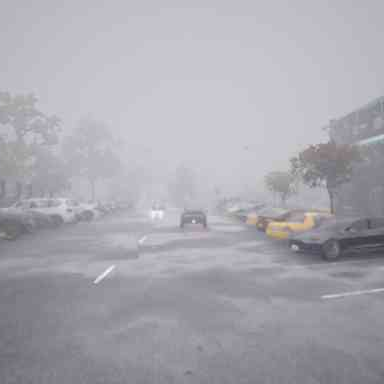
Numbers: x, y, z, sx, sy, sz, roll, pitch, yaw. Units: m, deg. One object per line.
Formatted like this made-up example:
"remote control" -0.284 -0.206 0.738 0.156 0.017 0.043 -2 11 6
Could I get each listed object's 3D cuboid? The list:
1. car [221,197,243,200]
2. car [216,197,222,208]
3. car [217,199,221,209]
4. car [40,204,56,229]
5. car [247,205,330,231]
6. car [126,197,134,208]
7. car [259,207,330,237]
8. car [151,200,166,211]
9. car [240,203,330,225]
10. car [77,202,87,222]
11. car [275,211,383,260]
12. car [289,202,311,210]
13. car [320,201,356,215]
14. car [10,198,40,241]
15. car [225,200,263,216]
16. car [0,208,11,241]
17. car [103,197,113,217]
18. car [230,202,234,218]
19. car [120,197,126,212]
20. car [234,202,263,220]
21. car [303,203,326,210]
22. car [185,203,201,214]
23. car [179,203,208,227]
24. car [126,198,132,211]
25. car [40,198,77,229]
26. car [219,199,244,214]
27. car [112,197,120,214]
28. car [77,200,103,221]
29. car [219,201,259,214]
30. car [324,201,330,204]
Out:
"car" 6.059 1.738 36.565 4.553 1.767 2.185 1 0 -20
"car" 6.059 1.703 45.450 5.566 2.045 2.435 1 -1 -20
"car" 6.034 1.894 39.514 4.892 1.521 2.231 1 0 -20
"car" -10.919 1.690 19.677 4.892 1.521 2.231 -1 0 -20
"car" 6.013 1.681 18.799 5.008 1.535 2.097 1 -1 -20
"car" -10.939 1.716 46.869 5.566 2.045 2.435 -1 0 -20
"car" 6.180 1.652 15.915 5.366 1.575 1.946 1 -1 -20
"car" -4.968 2.007 50.114 2.128 1.511 4.902 0 -1 0
"car" 6.186 1.712 21.832 5.366 1.575 1.946 1 -1 -20
"car" -10.899 1.780 25.741 4.792 1.488 2.163 -1 -1 -20
"car" 5.985 1.650 12.869 4.792 1.488 2.163 1 0 -20
"car" 24.753 3.197 76.506 2.231 1.521 4.892 3 -2 -21
"car" 25.484 2.750 58.347 2.435 2.045 5.566 2 0 -20
"car" -10.905 1.407 16.673 5.566 2.045 2.435 -1 -1 -20
"car" 6.024 1.804 30.643 4.892 1.521 2.231 1 0 -20
"car" -10.763 1.623 13.708 5.366 1.575 1.946 -1 -1 -20
"car" -10.949 1.718 34.785 4.553 1.767 2.185 -1 -1 -20
"car" 6.044 1.802 27.694 4.792 1.488 2.163 1 -1 -20
"car" -10.890 1.780 40.849 4.553 1.767 2.185 -1 0 -20
"car" 6.014 1.742 24.728 5.008 1.535 2.097 1 0 -20
"car" 28.145 3.301 76.534 2.231 1.521 4.892 2 -1 -21
"car" 0.130 2.029 41.653 1.895 1.301 4.718 0 -1 0
"car" 0.116 1.759 24.765 1.837 1.490 4.892 0 -1 0
"car" -10.923 1.937 43.862 4.892 1.521 2.231 -1 -1 -20
"car" -10.963 1.469 22.701 5.566 2.045 2.435 -1 0 -20
"car" 5.854 1.827 33.526 5.366 1.575 1.946 1 0 -20
"car" -10.953 1.749 37.812 4.553 1.767 2.185 -1 -1 -20
"car" -10.904 1.530 28.767 5.566 2.045 2.435 -1 -1 -20
"car" 6.030 1.964 42.471 4.674 1.452 2.002 1 -1 -20
"car" 22.505 2.894 58.171 1.946 1.575 5.366 2 0 -21
